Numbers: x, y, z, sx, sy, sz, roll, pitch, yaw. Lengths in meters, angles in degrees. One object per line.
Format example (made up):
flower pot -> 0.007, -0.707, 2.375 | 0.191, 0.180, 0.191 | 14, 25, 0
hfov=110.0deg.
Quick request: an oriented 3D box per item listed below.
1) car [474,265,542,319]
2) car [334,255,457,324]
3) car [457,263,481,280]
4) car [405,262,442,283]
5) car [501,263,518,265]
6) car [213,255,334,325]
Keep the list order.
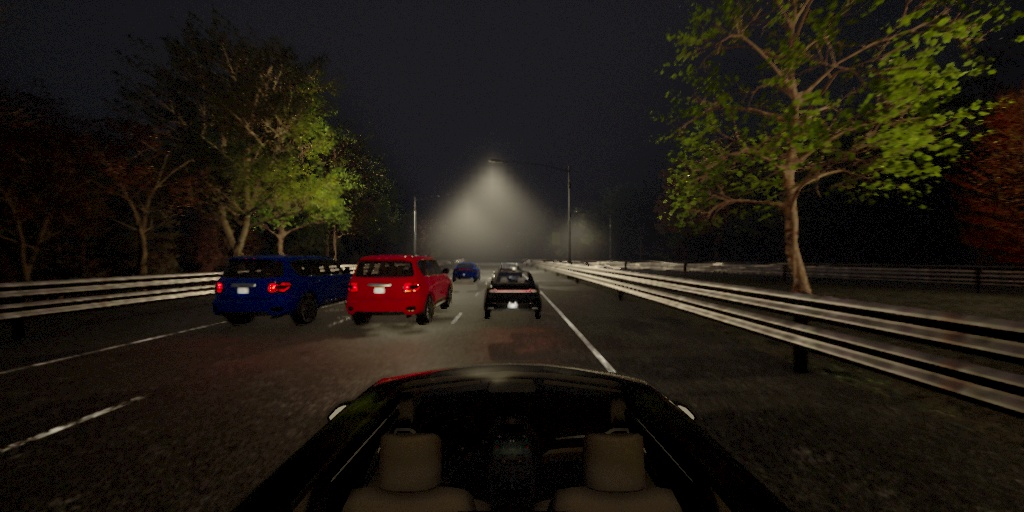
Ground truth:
car -> 0.019, 1.260, 12.995 | 2.128, 1.511, 4.902 | 0, 0, 0
car -> -3.479, 0.991, 12.099 | 2.150, 2.045, 5.566 | 0, 0, 0
car -> -3.699, 1.286, 29.769 | 1.882, 1.535, 5.008 | 0, 0, -1
car -> -7.198, 1.287, 29.757 | 1.882, 1.535, 5.008 | 0, 0, -1
car -> -0.174, 1.294, 28.205 | 2.128, 1.511, 4.902 | 0, 0, -1
car -> -6.979, 0.993, 11.995 | 2.150, 2.045, 5.566 | 0, 0, 0
